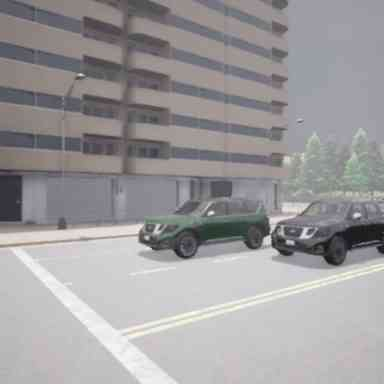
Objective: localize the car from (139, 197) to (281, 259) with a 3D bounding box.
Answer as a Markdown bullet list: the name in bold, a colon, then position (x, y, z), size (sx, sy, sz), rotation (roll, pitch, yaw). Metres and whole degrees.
- **car**: position (0.701, 1.244, 13.087), size (5.566, 2.045, 2.150), rotation (0, 0, -36)

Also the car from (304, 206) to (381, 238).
- **car**: position (8.522, 1.575, 18.659), size (4.674, 1.442, 1.812), rotation (0, 0, -35)

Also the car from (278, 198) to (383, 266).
- **car**: position (5.349, 1.253, 12.103), size (5.566, 2.045, 2.150), rotation (0, 0, -35)
